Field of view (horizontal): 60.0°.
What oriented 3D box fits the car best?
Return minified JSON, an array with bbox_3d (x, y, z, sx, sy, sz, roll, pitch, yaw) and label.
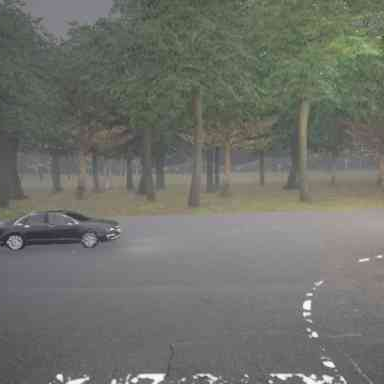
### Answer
[{"bbox_3d":[-5.445,1.489,13.703,4.892,1.490,1.837,-3,2,-1],"label":"car"}]
